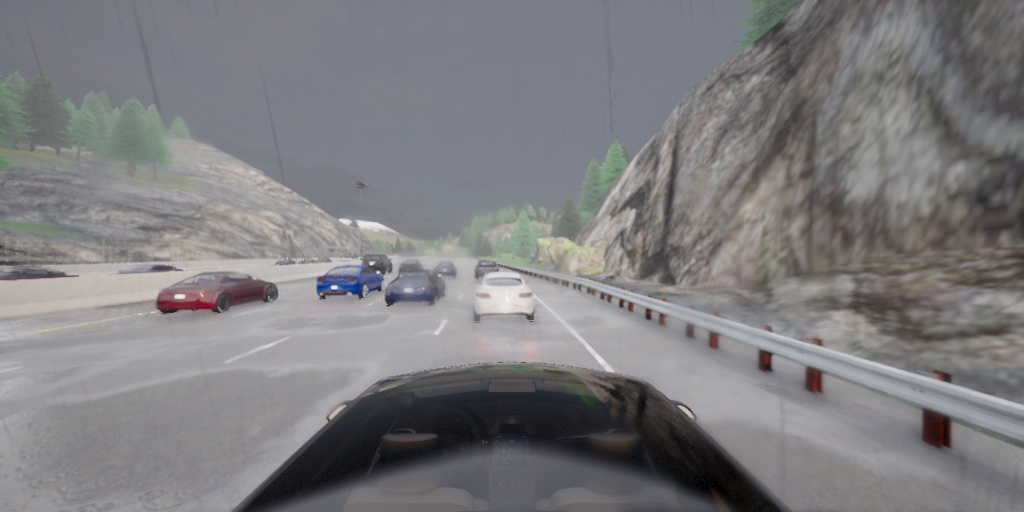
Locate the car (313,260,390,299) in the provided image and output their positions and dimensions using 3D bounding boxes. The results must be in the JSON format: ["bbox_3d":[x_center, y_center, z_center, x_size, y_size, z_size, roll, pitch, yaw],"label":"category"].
[{"bbox_3d":[-7.730,1.169,17.620,1.882,1.535,5.008,0,0,-5],"label":"car"}]

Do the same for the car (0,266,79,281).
[{"bbox_3d":[-25.529,1.326,18.227,1.895,1.301,4.718,0,0,-6],"label":"car"}]

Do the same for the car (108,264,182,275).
[{"bbox_3d":[-22.427,1.227,21.985,1.812,1.442,4.674,0,0,-7],"label":"car"}]

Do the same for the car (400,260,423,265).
[{"bbox_3d":[-10.043,1.088,36.043,1.882,1.535,5.008,0,0,-8],"label":"car"}]

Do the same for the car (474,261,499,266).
[{"bbox_3d":[-2.104,1.115,29.775,2.128,1.511,4.902,0,0,-8],"label":"car"}]

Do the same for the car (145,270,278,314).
[{"bbox_3d":[-10.939,1.280,13.671,1.994,1.385,4.181,0,0,-4],"label":"car"}]

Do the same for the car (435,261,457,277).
[{"bbox_3d":[-6.066,1.181,32.884,1.994,1.385,4.181,0,0,-8],"label":"car"}]

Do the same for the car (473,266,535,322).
[{"bbox_3d":[-0.311,1.228,12.016,1.812,1.442,4.674,0,0,-3],"label":"car"}]

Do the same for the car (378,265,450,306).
[{"bbox_3d":[-4.060,1.258,15.579,1.994,1.385,4.181,0,0,-4],"label":"car"}]

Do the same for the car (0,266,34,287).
[{"bbox_3d":[-32.974,1.324,21.790,1.895,1.301,4.718,0,0,-7],"label":"car"}]

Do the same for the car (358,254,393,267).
[{"bbox_3d":[-13.640,0.837,36.495,2.150,2.045,5.566,0,0,-8],"label":"car"}]
